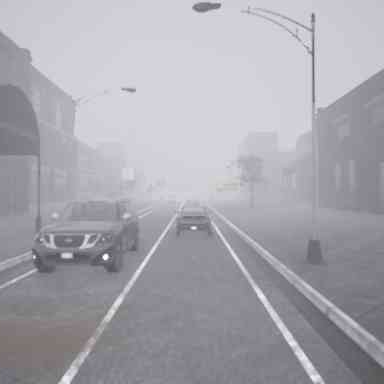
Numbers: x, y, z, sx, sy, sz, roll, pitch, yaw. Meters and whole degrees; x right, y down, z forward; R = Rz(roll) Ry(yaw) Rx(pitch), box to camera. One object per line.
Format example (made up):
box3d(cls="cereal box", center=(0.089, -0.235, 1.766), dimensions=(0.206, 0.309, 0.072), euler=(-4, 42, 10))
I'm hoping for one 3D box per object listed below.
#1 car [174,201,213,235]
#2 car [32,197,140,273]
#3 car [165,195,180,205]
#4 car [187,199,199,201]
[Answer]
box3d(cls="car", center=(0.092, 1.490, 18.604), dimensions=(1.837, 1.490, 4.892), euler=(0, 0, 0))
box3d(cls="car", center=(-3.105, 1.218, 11.025), dimensions=(2.150, 2.045, 5.566), euler=(0, 0, 0))
box3d(cls="car", center=(-3.090, 1.218, 53.526), dimensions=(2.097, 1.767, 4.553), euler=(0, 0, 0))
box3d(cls="car", center=(0.078, 1.474, 36.910), dimensions=(2.033, 1.411, 5.357), euler=(0, 0, 0))
